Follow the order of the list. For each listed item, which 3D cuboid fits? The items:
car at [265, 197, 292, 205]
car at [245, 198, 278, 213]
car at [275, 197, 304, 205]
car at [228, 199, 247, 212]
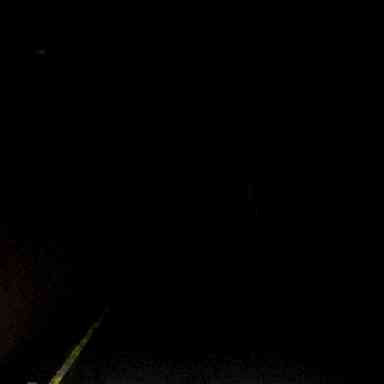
[{"bbox_3d":[16.432,1.692,63.205,4.892,1.490,1.837,0,-1,-26],"label":"car"},{"bbox_3d":[8.160,1.716,38.131,1.895,1.301,4.718,0,0,30],"label":"car"},{"bbox_3d":[18.051,1.672,60.046,4.902,1.511,2.128,0,0,-26],"label":"car"},{"bbox_3d":[6.295,1.603,41.579,1.882,1.535,5.008,0,-1,34],"label":"car"}]
